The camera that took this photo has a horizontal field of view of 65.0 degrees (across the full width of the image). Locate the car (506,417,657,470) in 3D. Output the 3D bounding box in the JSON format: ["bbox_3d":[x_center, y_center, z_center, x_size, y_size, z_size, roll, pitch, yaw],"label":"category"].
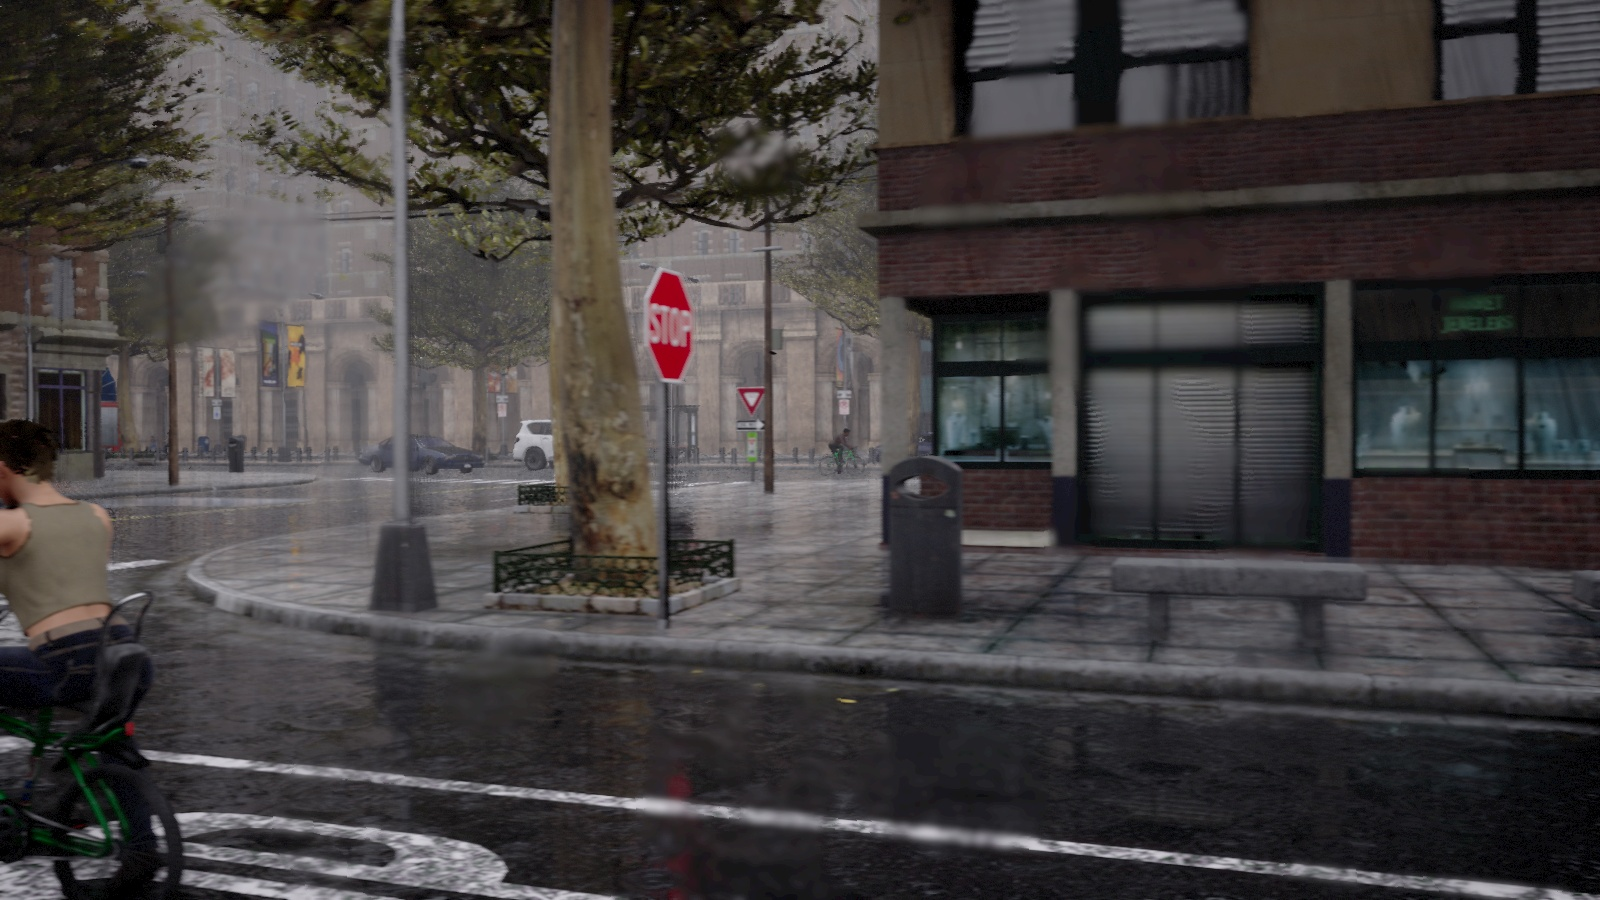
[{"bbox_3d":[-8.685,-0.286,49.884,5.566,2.045,2.150,1,1,19],"label":"car"}]

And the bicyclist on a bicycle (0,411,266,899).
[{"bbox_3d":[-2.672,0.687,4.109,1.509,1.612,0.866,1,1,20],"label":"bicyclist on a bicycle"}]

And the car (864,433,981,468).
[{"bbox_3d":[5.218,0.013,53.641,4.674,1.442,1.812,1,1,19],"label":"car"}]

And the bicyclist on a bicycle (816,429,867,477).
[{"bbox_3d":[1.416,0.099,42.787,1.656,1.620,0.582,1,1,19],"label":"bicyclist on a bicycle"}]

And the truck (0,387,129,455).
[{"bbox_3d":[-44.010,-1.688,73.922,8.468,3.827,2.891,1,1,19],"label":"truck"}]

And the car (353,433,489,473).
[{"bbox_3d":[-14.208,0.068,46.968,5.357,1.411,2.033,1,1,36],"label":"car"}]
